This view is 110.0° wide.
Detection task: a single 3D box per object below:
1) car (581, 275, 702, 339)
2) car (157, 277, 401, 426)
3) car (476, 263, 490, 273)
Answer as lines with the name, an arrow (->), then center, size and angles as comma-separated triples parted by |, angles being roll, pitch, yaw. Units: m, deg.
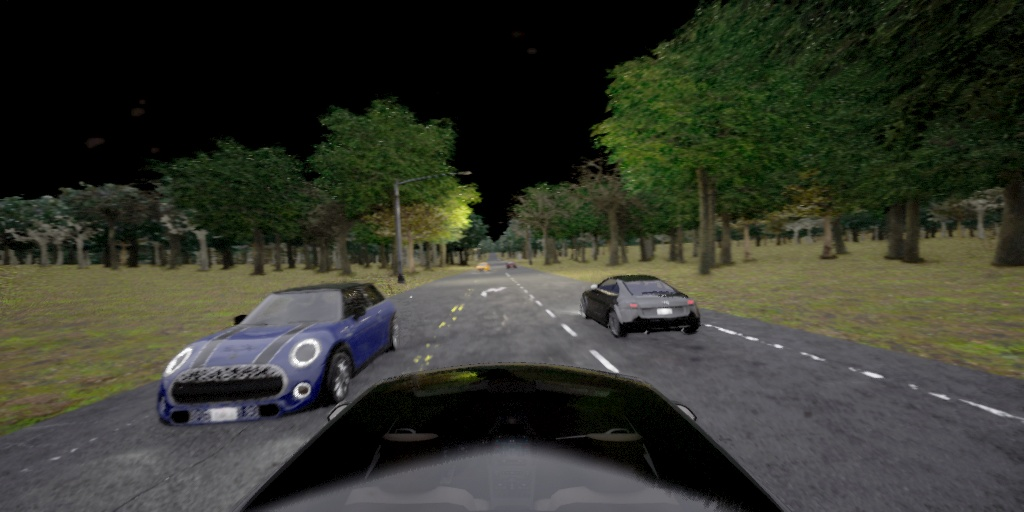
car -> 3.226, 1.208, 9.829 | 1.994, 1.385, 4.181 | -3, -1, -3
car -> -3.596, 1.324, 6.527 | 2.097, 1.767, 4.553 | -3, -1, -3
car -> -4.792, 1.895, 59.921 | 1.882, 1.535, 5.008 | -3, 0, 4
